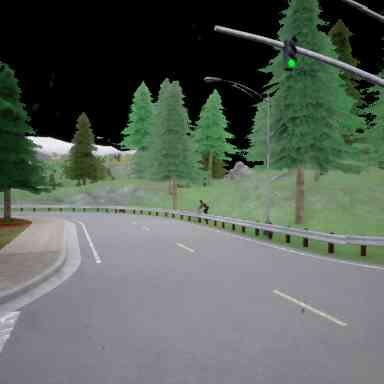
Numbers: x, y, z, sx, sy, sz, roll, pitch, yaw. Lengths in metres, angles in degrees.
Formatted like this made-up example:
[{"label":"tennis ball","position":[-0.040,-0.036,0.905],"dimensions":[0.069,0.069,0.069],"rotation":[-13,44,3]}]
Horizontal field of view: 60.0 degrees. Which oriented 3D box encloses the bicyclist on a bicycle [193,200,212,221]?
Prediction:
[{"label":"bicyclist on a bicycle","position":[0.840,1.432,25.529],"dimensions":[1.656,1.620,0.582],"rotation":[-1,2,-20]}]
